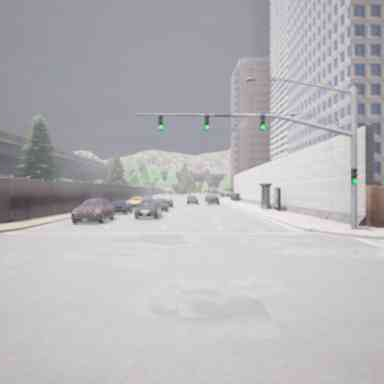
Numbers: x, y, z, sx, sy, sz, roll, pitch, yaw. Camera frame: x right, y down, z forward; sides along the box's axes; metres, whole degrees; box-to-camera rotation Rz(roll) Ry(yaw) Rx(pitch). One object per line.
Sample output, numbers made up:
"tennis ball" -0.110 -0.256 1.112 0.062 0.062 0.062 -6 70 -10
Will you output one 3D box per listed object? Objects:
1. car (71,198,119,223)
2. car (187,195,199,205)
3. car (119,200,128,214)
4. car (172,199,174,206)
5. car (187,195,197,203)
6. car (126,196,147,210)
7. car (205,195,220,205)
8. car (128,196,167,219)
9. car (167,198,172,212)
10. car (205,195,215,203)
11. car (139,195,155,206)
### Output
"car" -7.095 1.266 24.238 2.097 1.767 4.553 0 0 0
"car" 0.107 1.400 56.071 1.994 1.385 4.181 0 0 -1
"car" -7.095 1.494 33.224 1.895 1.301 4.718 0 0 0
"car" -3.580 1.461 46.729 1.895 1.301 4.718 0 0 0
"car" 0.000 1.290 66.018 1.882 1.535 5.008 0 0 0
"car" -7.090 1.349 42.740 1.882 1.535 5.008 0 0 0
"car" 3.597 1.340 55.499 1.837 1.490 4.892 0 0 0
"car" -3.590 1.395 27.827 2.128 1.511 4.902 0 0 0
"car" -3.600 1.447 36.747 1.994 1.385 4.181 0 0 -1
"car" 3.497 1.315 65.895 1.837 1.490 4.892 0 0 0
"car" -7.067 1.325 52.812 1.882 1.535 5.008 0 0 1
